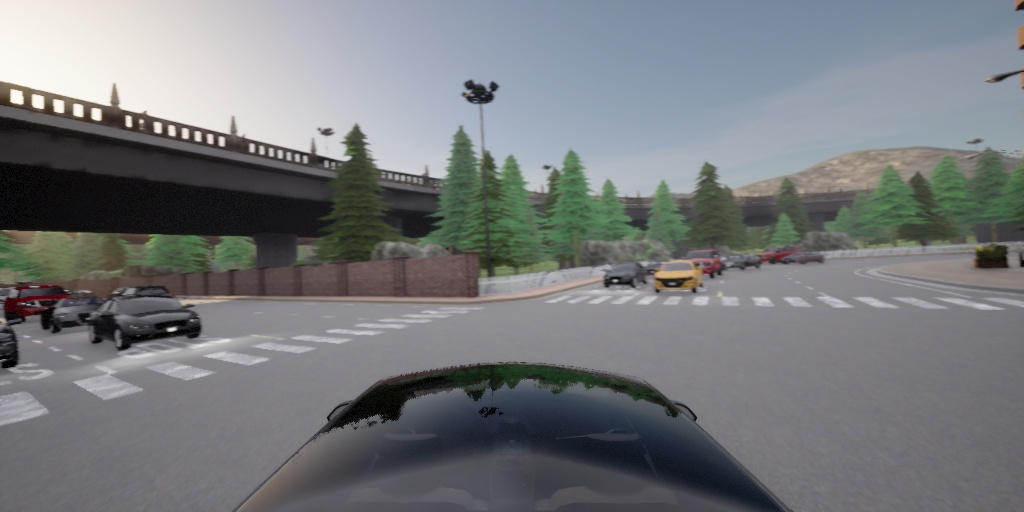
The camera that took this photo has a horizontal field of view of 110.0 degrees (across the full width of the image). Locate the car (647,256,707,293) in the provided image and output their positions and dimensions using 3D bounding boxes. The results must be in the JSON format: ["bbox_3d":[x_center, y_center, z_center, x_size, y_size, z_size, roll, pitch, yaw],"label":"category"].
[{"bbox_3d":[8.692,0.976,18.617,1.882,1.535,5.008,-4,-1,32],"label":"car"}]

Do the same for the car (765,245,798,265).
[{"bbox_3d":[30.781,-0.113,41.641,5.566,2.045,2.150,-3,-1,-14],"label":"car"}]

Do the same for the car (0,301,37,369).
[{"bbox_3d":[-14.221,2.127,9.034,4.902,1.511,2.128,-4,-1,31],"label":"car"}]

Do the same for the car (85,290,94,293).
[{"bbox_3d":[-46.984,4.363,38.347,4.674,1.442,1.812,-3,-1,8],"label":"car"}]

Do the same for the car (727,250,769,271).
[{"bbox_3d":[21.565,0.531,33.740,4.902,1.511,2.128,-3,-1,-33],"label":"car"}]

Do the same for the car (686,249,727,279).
[{"bbox_3d":[14.210,0.550,26.871,2.150,2.045,5.566,-4,-1,38],"label":"car"}]

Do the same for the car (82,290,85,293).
[{"bbox_3d":[-42.908,4.091,33.376,5.357,1.411,2.033,-3,-1,20],"label":"car"}]

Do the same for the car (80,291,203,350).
[{"bbox_3d":[-12.279,2.081,11.972,4.892,1.490,1.837,-4,-1,31],"label":"car"}]

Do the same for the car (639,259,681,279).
[{"bbox_3d":[12.370,1.038,29.883,1.994,1.385,4.181,-4,-1,40],"label":"car"}]

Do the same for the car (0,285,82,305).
[{"bbox_3d":[-29.073,2.851,22.066,5.566,2.045,2.150,-4,-1,29],"label":"car"}]

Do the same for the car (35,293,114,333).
[{"bbox_3d":[-19.890,2.618,16.546,4.181,1.385,1.994,-4,-1,31],"label":"car"}]

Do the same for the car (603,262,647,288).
[{"bbox_3d":[7.221,1.143,22.607,1.837,1.490,4.892,-4,-1,33],"label":"car"}]

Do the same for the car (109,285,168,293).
[{"bbox_3d":[-23.987,2.728,23.340,4.553,1.767,2.097,-4,-1,31],"label":"car"}]

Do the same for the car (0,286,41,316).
[{"bbox_3d":[-39.844,3.525,28.339,5.566,2.045,2.150,-4,-1,27],"label":"car"}]

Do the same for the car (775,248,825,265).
[{"bbox_3d":[30.706,0.179,37.965,4.181,1.385,1.994,-3,-1,-15],"label":"car"}]
